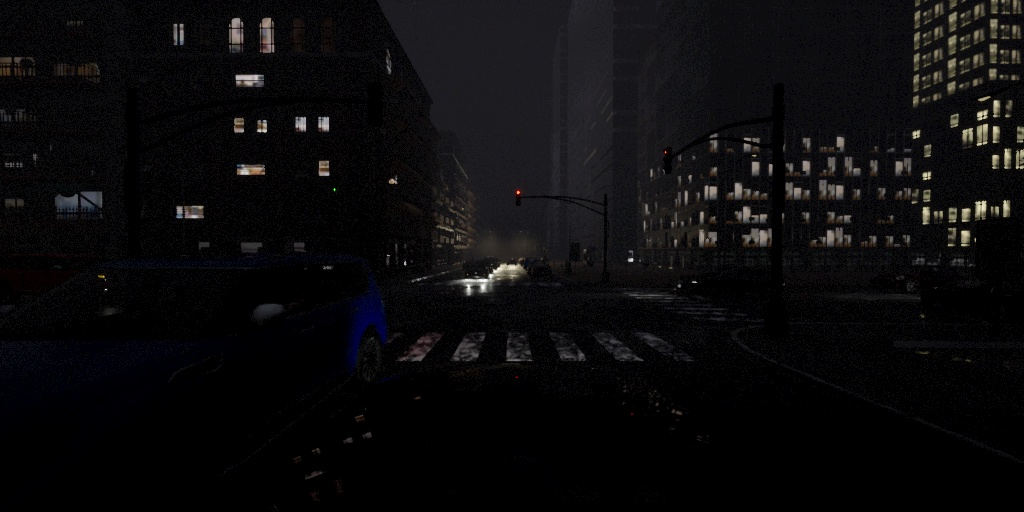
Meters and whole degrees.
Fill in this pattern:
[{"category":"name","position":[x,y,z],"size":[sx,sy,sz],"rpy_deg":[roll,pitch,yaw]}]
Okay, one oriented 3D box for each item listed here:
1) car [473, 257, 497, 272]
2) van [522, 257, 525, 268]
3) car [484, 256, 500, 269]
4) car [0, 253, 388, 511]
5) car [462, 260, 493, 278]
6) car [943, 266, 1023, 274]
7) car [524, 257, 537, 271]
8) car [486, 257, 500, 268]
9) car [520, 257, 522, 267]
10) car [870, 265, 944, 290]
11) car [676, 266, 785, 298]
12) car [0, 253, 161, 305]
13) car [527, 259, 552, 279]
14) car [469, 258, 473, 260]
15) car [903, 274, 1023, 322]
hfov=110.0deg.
[{"category":"car","position":[-3.131,1.220,41.572],"size":[1.837,1.490,4.892],"rpy_deg":[0,0,0]},{"category":"van","position":[2.617,1.045,49.433],"size":[1.690,1.789,3.998],"rpy_deg":[0,0,0]},{"category":"car","position":[-3.126,1.054,50.808],"size":[2.097,1.767,4.553],"rpy_deg":[0,0,0]},{"category":"car","position":[-3.168,0.972,3.859],"size":[2.150,2.045,5.566],"rpy_deg":[0,0,0]},{"category":"car","position":[-3.117,1.290,32.834],"size":[1.994,1.385,4.181],"rpy_deg":[0,0,0]},{"category":"car","position":[25.521,1.333,17.992],"size":[4.902,1.511,2.128],"rpy_deg":[0,1,1]},{"category":"car","position":[2.626,1.159,38.141],"size":[1.967,1.591,4.097],"rpy_deg":[0,0,0]},{"category":"car","position":[-3.110,1.037,60.716],"size":[2.097,1.767,4.553],"rpy_deg":[0,0,0]},{"category":"car","position":[2.611,1.240,55.079],"size":[1.888,1.381,4.507],"rpy_deg":[0,0,0]},{"category":"car","position":[23.357,1.230,20.753],"size":[4.097,1.591,1.967],"rpy_deg":[0,0,1]},{"category":"car","position":[10.971,1.267,18.181],"size":[4.902,1.511,2.128],"rpy_deg":[0,1,1]},{"category":"car","position":[-18.852,0.911,15.359],"size":[5.566,2.045,2.150],"rpy_deg":[0,1,1]},{"category":"car","position":[2.631,1.272,32.495],"size":[1.888,1.381,4.507],"rpy_deg":[0,0,0]},{"category":"car","position":[-5.732,1.270,49.393],"size":[1.948,1.339,4.313],"rpy_deg":[0,0,0]},{"category":"car","position":[16.706,1.445,12.200],"size":[4.403,1.370,2.007],"rpy_deg":[0,0,1]}]
